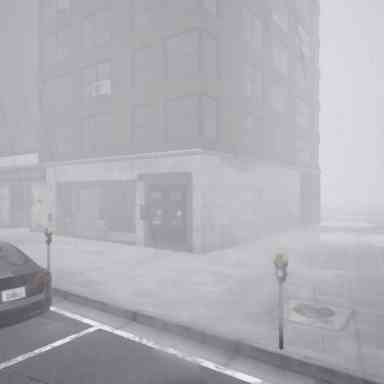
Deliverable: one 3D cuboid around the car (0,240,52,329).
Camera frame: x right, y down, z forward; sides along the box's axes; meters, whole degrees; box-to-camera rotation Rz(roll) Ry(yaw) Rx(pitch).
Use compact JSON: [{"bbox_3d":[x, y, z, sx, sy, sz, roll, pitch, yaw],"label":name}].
[{"bbox_3d":[-4.349,1.565,6.188,4.313,1.339,1.947,0,0,36],"label":"car"}]
